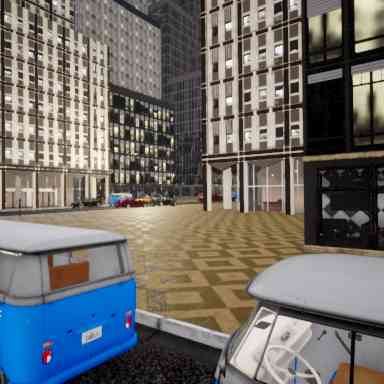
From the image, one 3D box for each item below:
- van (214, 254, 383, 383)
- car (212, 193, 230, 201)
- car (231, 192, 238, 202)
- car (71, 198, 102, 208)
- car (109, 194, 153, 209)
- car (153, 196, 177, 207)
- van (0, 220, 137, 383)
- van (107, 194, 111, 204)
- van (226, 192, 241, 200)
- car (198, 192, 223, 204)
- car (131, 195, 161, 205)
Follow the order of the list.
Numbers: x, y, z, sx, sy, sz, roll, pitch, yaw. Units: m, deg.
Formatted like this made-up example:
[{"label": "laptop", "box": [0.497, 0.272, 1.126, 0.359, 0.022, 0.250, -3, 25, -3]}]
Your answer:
[{"label": "van", "box": [1.930, 1.341, 1.510, 3.998, 1.788, 1.690, 0, -1, 36]}, {"label": "car", "box": [6.172, 1.015, 71.122, 1.967, 1.590, 4.097, 0, 0, 36]}, {"label": "car", "box": [6.276, 1.100, 57.096, 2.008, 1.369, 4.403, 0, 0, 36]}, {"label": "car", "box": [-13.844, 1.402, 43.835, 1.947, 1.339, 4.313, 0, 0, 36]}, {"label": "car", "box": [-7.064, 1.266, 38.912, 1.887, 1.381, 4.507, 0, 0, 36]}, {"label": "car", "box": [-3.729, 1.229, 43.458, 2.008, 1.369, 4.403, 0, 0, 36]}, {"label": "van", "box": [-2.607, 1.342, 4.753, 3.998, 1.788, 1.690, 0, -1, 36]}, {"label": "van", "box": [-10.510, 1.134, 48.382, 1.690, 1.788, 3.998, 0, 0, 36]}, {"label": "van", "box": [9.508, 0.871, 75.669, 1.690, 1.788, 3.998, 0, 0, 36]}, {"label": "car", "box": [2.939, 0.907, 52.549, 2.192, 1.841, 5.009, 0, 0, 36]}, {"label": "car", "box": [-7.273, 1.277, 52.793, 1.752, 1.417, 4.829, 0, 0, 36]}]
